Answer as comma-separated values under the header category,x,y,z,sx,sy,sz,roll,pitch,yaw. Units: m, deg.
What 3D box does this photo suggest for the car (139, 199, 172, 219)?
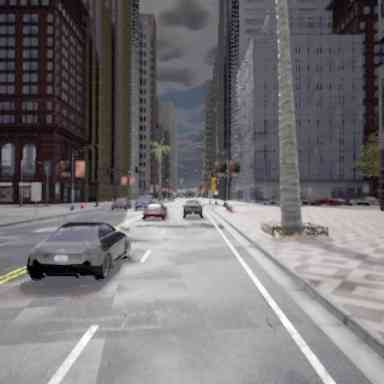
category,x,y,z,sx,sy,sz,roll,pitch,yaw
car,-3.158,1.626,29.365,1.994,1.385,4.181,0,0,0

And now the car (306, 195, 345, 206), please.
category,x,y,z,sx,sy,sz,roll,pitch,yaw
car,20.940,1.426,52.935,5.009,1.841,2.192,0,-1,-1

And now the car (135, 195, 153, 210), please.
category,x,y,z,sx,sy,sz,roll,pitch,yaw
car,-6.512,1.455,46.361,2.150,2.045,5.566,0,0,0

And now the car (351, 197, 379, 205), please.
category,x,y,z,sx,sy,sz,roll,pitch,yaw
car,32.086,1.649,61.634,4.097,1.590,1.967,0,-1,-1

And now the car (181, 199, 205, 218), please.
category,x,y,z,sx,sy,sz,roll,pitch,yaw
car,0.091,1.576,30.987,1.837,1.490,4.892,0,0,0

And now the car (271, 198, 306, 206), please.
category,x,y,z,sx,sy,sz,roll,pitch,yaw
car,15.302,1.712,52.842,4.206,1.307,1.802,0,-1,-1

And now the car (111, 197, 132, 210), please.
category,x,y,z,sx,sy,sz,roll,pitch,yaw
car,-9.762,1.546,46.420,2.097,1.767,4.553,0,0,0

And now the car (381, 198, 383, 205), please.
category,x,y,z,sx,sy,sz,roll,pitch,yaw
car,37.726,1.778,61.721,4.206,1.307,1.802,0,-1,-1

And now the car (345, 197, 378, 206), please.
category,x,y,z,sx,sy,sz,roll,pitch,yaw
car,26.578,1.661,53.021,4.313,1.339,1.947,0,-1,-1

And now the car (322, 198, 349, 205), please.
category,x,y,z,sx,sy,sz,roll,pitch,yaw
car,26.448,1.806,61.544,4.206,1.307,1.802,0,-1,-1

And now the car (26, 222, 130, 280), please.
category,x,y,z,sx,sy,sz,roll,pitch,yaw
car,-3.153,1.570,10.017,1.994,1.385,4.181,0,0,0

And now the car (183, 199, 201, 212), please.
category,x,y,z,sx,sy,sz,roll,pitch,yaw
car,0.039,1.627,41.139,2.128,1.511,4.902,0,0,1

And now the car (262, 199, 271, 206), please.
category,x,y,z,sx,sy,sz,roll,pitch,yaw
car,15.170,1.825,61.366,4.313,1.339,1.947,0,-1,-1

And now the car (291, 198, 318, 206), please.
category,x,y,z,sx,sy,sz,roll,pitch,yaw
car,20.810,1.806,61.455,4.313,1.339,1.947,0,-1,-1
